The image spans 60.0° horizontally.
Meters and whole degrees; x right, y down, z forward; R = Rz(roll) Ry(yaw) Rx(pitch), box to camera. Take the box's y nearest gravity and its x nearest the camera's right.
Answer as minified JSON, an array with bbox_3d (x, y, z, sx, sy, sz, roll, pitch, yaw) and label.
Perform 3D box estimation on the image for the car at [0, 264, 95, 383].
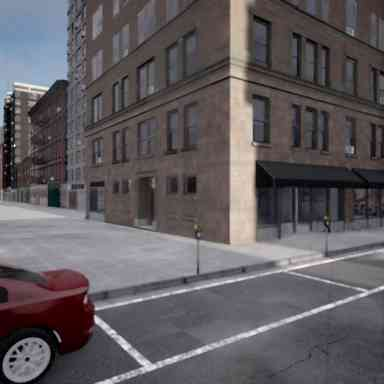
[{"bbox_3d":[-3.422,1.543,3.747,4.507,1.381,1.887,0,0,-36],"label":"car"}]
